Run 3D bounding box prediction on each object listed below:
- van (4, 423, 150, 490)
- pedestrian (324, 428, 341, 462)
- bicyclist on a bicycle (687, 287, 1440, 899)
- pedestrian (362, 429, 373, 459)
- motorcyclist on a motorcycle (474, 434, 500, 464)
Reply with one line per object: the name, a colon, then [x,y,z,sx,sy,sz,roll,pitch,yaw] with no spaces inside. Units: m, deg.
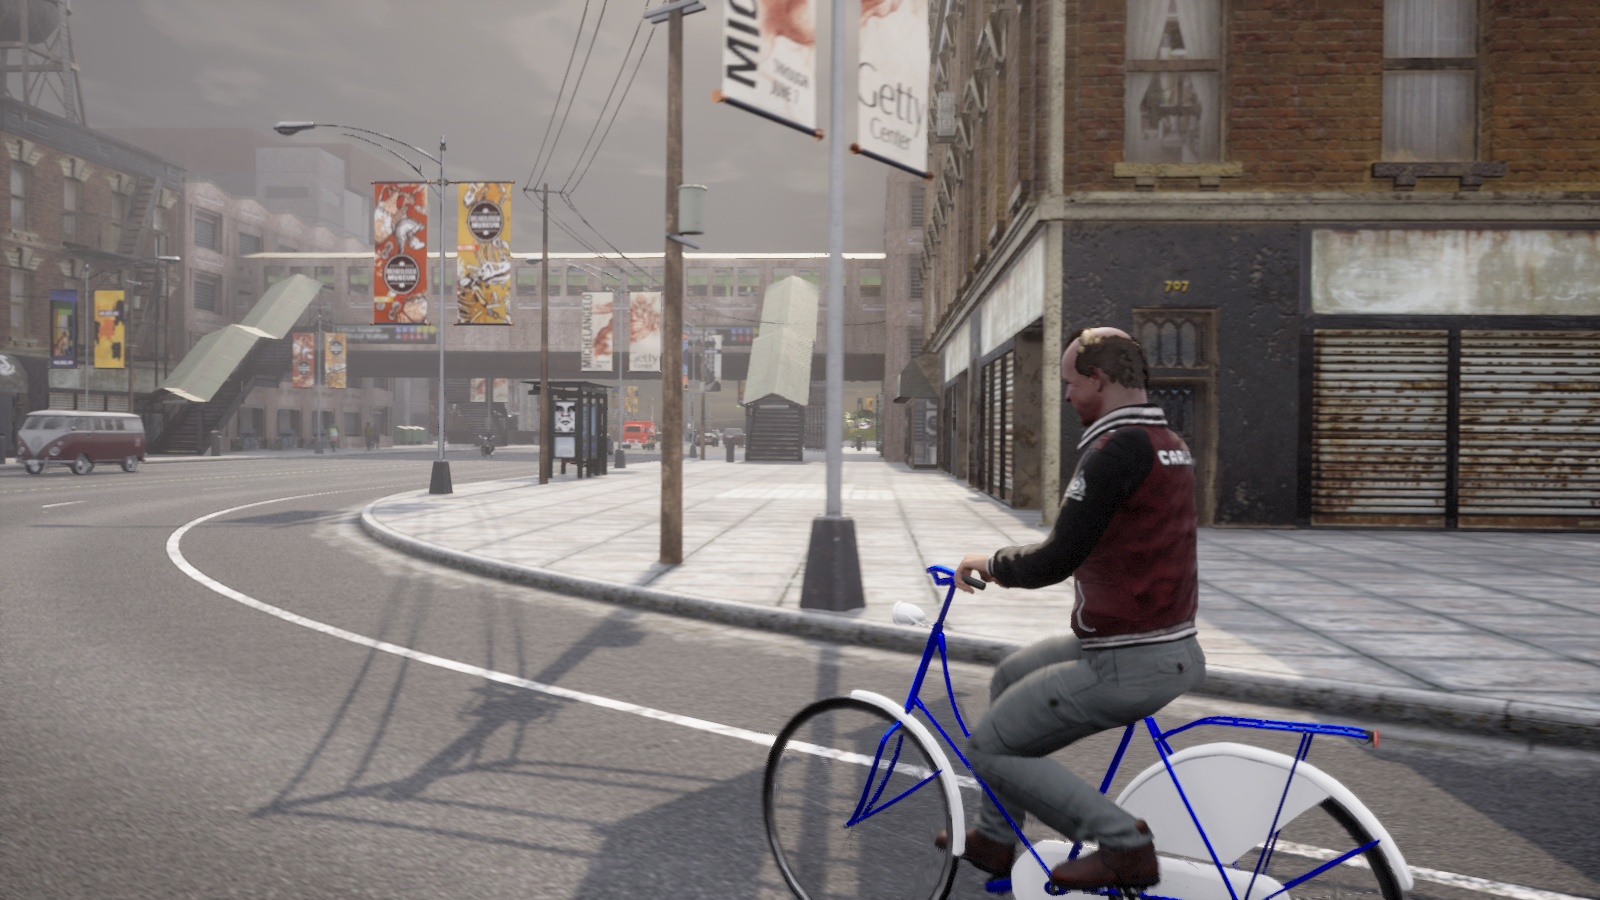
van: [-22.589,0.171,39.452,1.775,1.987,4.442,0,1,4]
pedestrian: [-27.204,-0.318,73.092,0.659,1.952,0.873,0,1,0]
bicyclist on a bicycle: [0.615,0.554,3.333,1.843,1.776,0.659,0,1,36]
pedestrian: [-26.735,-0.379,77.580,0.431,1.840,0.709,-1,1,-1]
motorcyclist on a motorcycle: [-17.255,-0.057,69.271,0.866,1.590,1.817,0,1,4]
